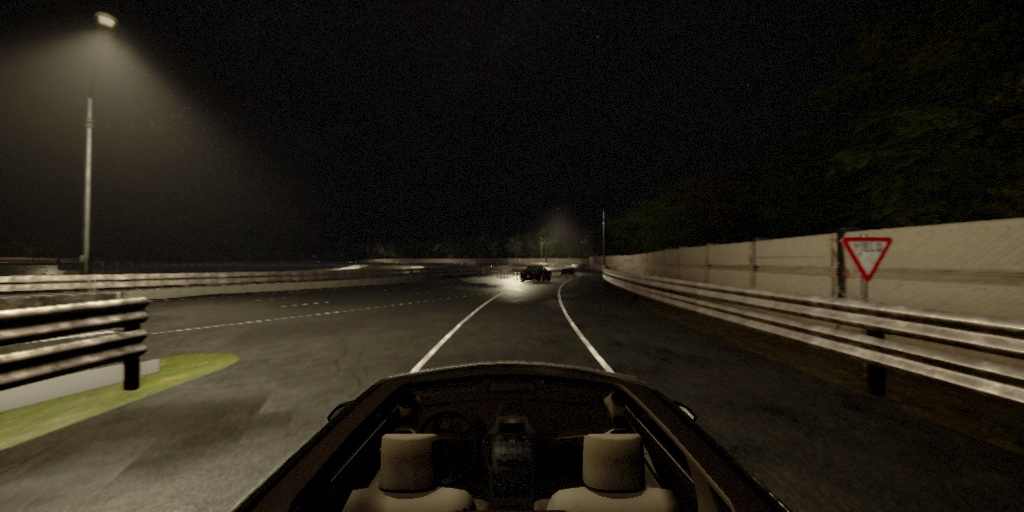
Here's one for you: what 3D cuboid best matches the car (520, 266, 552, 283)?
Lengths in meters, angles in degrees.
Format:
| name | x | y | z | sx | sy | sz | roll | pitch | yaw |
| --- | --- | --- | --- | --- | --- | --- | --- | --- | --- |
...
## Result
| name | x | y | z | sx | sy | sz | roll | pitch | yaw |
| --- | --- | --- | --- | --- | --- | --- | --- | --- | --- |
| car | 2.388 | 1.727 | 34.522 | 1.882 | 1.535 | 5.008 | 0 | -1 | 23 |

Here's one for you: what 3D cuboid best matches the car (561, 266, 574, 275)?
| name | x | y | z | sx | sy | sz | roll | pitch | yaw |
| --- | --- | --- | --- | --- | --- | --- | --- | --- | --- |
| car | 8.615 | 2.185 | 55.016 | 1.895 | 1.301 | 4.718 | 0 | -1 | 11 |
